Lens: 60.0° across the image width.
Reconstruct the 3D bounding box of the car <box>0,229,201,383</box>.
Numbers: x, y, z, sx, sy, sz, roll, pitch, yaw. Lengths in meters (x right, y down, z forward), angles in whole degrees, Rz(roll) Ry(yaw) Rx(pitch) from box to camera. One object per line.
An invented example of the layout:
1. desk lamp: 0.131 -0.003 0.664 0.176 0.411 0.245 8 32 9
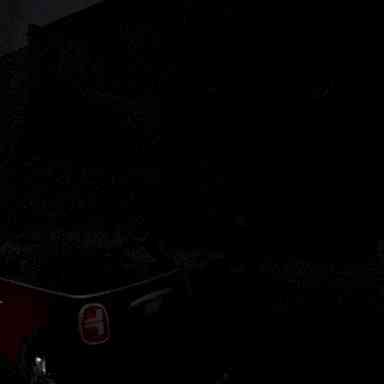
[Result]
1. car: -2.173 1.351 5.079 4.553 1.767 2.185 0 0 35
